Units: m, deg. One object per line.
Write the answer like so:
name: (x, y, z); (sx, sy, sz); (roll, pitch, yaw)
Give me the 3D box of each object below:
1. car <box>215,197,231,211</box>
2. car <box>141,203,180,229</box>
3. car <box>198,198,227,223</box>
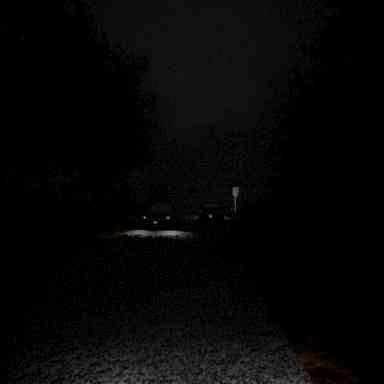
car: (3.850, 1.621, 41.977); (1.994, 1.385, 4.181); (1, 0, 10)
car: (-1.846, 1.433, 20.888); (1.812, 1.442, 4.674); (0, 0, 5)
car: (1.489, 1.459, 24.783); (1.812, 1.442, 4.674); (0, 0, 6)
